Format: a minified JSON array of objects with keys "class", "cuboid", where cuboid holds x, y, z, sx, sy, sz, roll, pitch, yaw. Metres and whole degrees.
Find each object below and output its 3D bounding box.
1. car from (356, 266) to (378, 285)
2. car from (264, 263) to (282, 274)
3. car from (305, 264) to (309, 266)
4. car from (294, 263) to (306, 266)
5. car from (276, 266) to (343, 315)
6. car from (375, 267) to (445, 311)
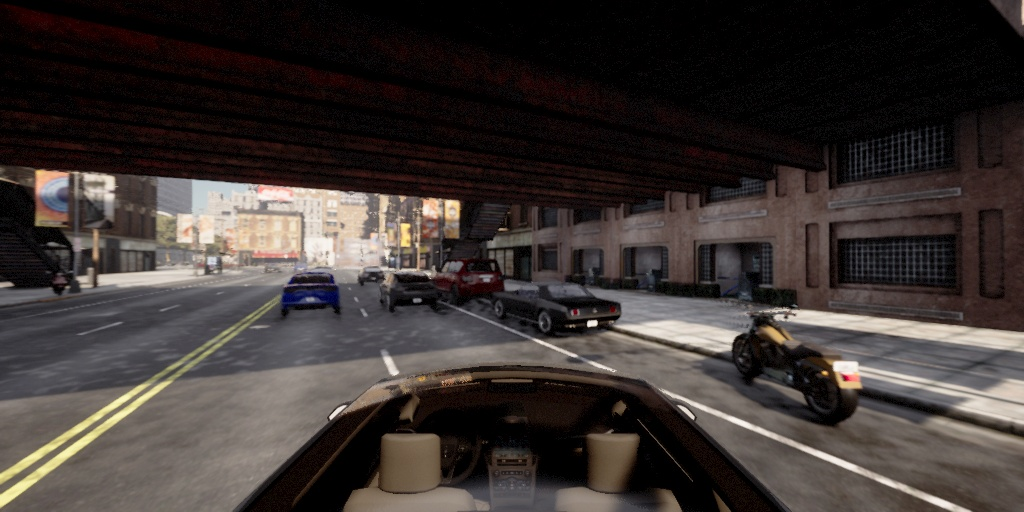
[{"class":"car","cuboid":[-11.469,1.564,29.253,1.812,1.442,4.674,0,0,-26]},{"class":"car","cuboid":[-35.115,1.775,52.736,1.837,1.490,4.892,1,-1,-27]},{"class":"car","cuboid":[-14.595,1.544,27.683,1.812,1.442,4.674,0,0,-26]},{"class":"car","cuboid":[-32.885,1.834,56.039,1.812,1.442,4.674,1,-1,-28]},{"class":"car","cuboid":[-8.036,1.360,14.587,1.882,1.535,5.008,0,0,-26]},{"class":"car","cuboid":[-4.569,1.402,15.460,1.837,1.490,4.892,0,0,-26]}]
